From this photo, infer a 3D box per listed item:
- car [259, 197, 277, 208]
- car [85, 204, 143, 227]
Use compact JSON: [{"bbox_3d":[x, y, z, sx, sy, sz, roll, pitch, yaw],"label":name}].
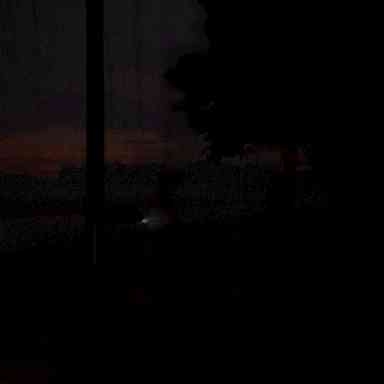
[{"bbox_3d":[11.565,1.514,49.767,1.837,1.490,4.892,3,1,31],"label":"car"},{"bbox_3d":[-5.373,1.540,23.443,1.994,1.385,4.181,3,2,34],"label":"car"}]
